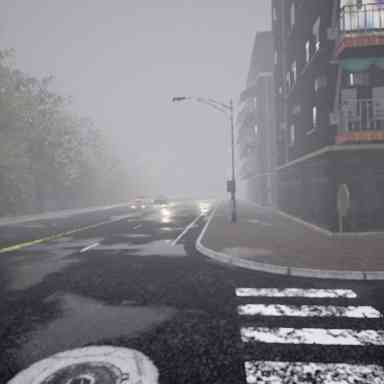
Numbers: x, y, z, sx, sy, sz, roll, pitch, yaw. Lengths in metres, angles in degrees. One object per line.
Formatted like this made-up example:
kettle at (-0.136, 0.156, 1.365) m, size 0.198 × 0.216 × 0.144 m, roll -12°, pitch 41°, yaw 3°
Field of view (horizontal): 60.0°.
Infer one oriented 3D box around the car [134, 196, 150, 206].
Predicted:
car at (-8.091, 1.355, 54.329) m, size 1.882 × 1.535 × 5.008 m, roll -2°, pitch 0°, yaw 6°

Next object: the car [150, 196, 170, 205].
car at (-4.856, 1.337, 54.003) m, size 2.033 × 1.411 × 5.357 m, roll -2°, pitch 0°, yaw 6°
